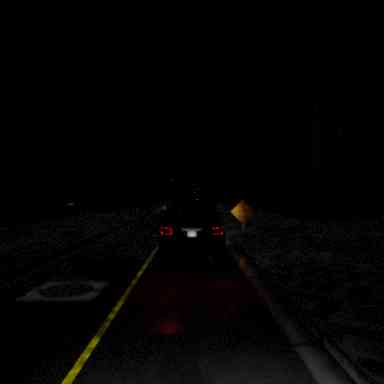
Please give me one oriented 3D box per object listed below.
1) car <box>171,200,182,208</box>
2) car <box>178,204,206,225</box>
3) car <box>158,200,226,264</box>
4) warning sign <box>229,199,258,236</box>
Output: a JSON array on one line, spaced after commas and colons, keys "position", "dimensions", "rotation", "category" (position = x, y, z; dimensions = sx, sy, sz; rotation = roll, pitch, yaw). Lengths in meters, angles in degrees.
[{"position": [-3.021, 2.301, 65.048], "dimensions": [1.812, 1.442, 4.674], "rotation": [0, -1, 0], "category": "car"}, {"position": [0.014, 1.816, 28.515], "dimensions": [2.128, 1.511, 4.902], "rotation": [0, -1, 0], "category": "car"}, {"position": [0.007, 1.364, 12.584], "dimensions": [2.150, 2.045, 5.566], "rotation": [0, 0, 0], "category": "car"}, {"position": [2.698, 1.310, 17.482], "dimensions": [1.300, 1.860, 1.060], "rotation": [-1, -2, 0], "category": "warning sign"}]
